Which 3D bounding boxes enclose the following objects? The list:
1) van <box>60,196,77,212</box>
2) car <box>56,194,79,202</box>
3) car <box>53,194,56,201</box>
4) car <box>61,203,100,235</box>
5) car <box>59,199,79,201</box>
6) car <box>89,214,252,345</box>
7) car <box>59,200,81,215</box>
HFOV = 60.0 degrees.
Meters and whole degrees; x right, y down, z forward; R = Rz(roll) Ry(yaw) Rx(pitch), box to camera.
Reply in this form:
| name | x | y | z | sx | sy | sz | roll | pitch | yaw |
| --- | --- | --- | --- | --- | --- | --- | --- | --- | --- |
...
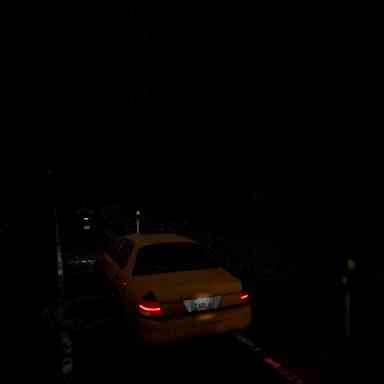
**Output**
| name | x | y | z | sx | sy | sz | roll | pitch | yaw |
| --- | --- | --- | --- | --- | --- | --- | --- | --- | --- |
| van | -14.565 | 1.341 | 39.110 | 1.690 | 1.788 | 3.998 | 0 | 0 | -23 |
| car | -12.449 | 1.315 | 34.007 | 2.192 | 1.841 | 5.009 | 0 | 0 | -23 |
| car | -31.636 | 1.466 | 79.545 | 1.967 | 1.590 | 4.097 | 0 | 0 | -24 |
| car | -6.104 | 1.551 | 18.699 | 2.008 | 1.369 | 4.403 | 0 | 0 | -23 |
| car | -10.334 | 1.566 | 28.904 | 1.947 | 1.339 | 4.313 | 0 | 0 | -23 |
| car | -0.838 | 1.457 | 6.757 | 1.801 | 1.575 | 5.366 | 0 | 0 | -23 |
| car | -8.219 | 1.551 | 23.802 | 2.008 | 1.369 | 4.403 | 0 | 0 | -23 |
